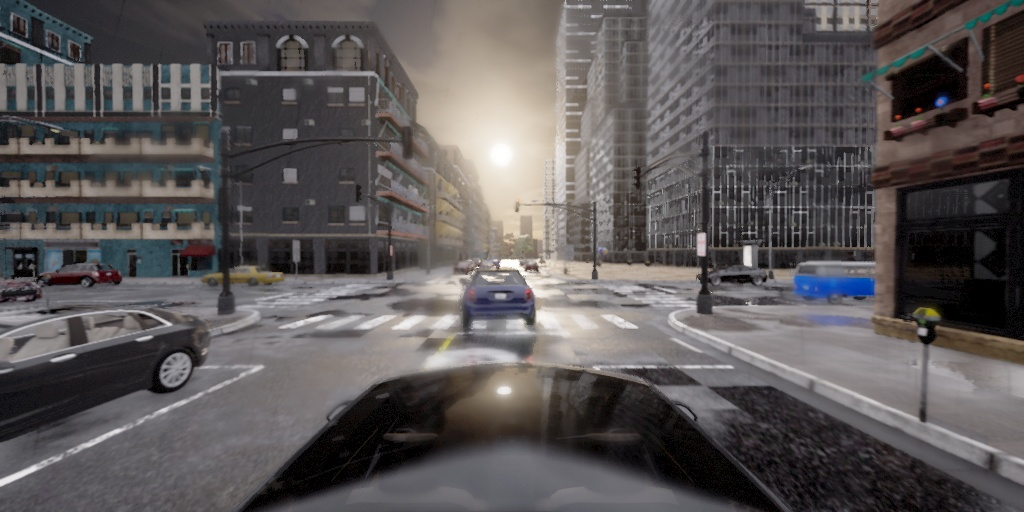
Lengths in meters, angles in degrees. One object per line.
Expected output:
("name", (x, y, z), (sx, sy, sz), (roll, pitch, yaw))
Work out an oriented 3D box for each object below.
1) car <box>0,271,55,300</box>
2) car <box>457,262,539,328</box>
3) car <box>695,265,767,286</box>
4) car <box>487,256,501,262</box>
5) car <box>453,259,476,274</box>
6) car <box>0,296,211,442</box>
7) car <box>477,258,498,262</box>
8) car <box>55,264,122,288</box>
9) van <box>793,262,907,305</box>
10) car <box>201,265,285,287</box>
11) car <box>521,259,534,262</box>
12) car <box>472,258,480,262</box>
("car", (-23.252, 1.330, 15.545), (4.097, 1.591, 1.967), (0, 0, 0))
("car", (-0.637, 1.158, 11.844), (2.097, 1.767, 4.553), (0, -1, -9))
("car", (14.646, 1.257, 24.040), (4.313, 1.339, 1.948), (0, 0, 0))
("car", (-3.116, 1.095, 63.959), (2.150, 2.045, 5.566), (0, 0, 1))
("car", (-5.746, 1.368, 42.041), (1.888, 1.381, 4.507), (0, 0, 0))
("car", (-5.693, 1.305, 3.975), (2.007, 1.370, 4.403), (0, 0, 0))
("car", (-3.149, 1.358, 47.348), (1.812, 1.442, 4.674), (0, 0, 0))
("car", (-28.810, 1.236, 23.907), (4.097, 1.591, 1.967), (0, 0, 0))
("van", (14.671, 1.142, 15.660), (3.998, 1.789, 1.690), (0, 0, 0))
("car", (-17.912, 1.291, 23.941), (4.829, 1.417, 1.751), (0, 0, 0))
("car", (2.593, 1.378, 47.759), (1.888, 1.381, 4.507), (0, 0, 0))
("car", (-5.755, 1.273, 47.690), (1.967, 1.591, 4.097), (0, 0, 0))
